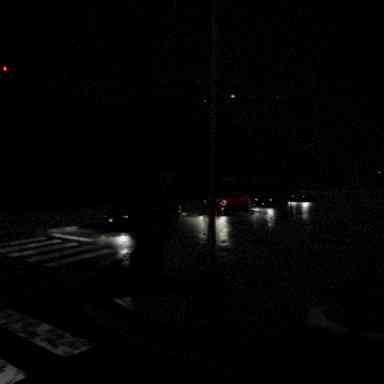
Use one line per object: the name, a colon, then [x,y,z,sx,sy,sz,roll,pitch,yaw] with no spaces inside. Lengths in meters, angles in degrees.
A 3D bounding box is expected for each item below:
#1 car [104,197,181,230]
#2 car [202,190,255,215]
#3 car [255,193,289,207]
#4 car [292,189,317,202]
car: [-2.524,1.065,18.005,1.837,1.490,4.892,1,2,35]
car: [2.659,0.697,25.304,2.097,1.767,4.553,1,2,35]
car: [7.860,0.734,32.636,1.895,1.301,4.718,1,2,35]
car: [13.831,0.426,41.011,1.812,1.442,4.674,1,2,36]
